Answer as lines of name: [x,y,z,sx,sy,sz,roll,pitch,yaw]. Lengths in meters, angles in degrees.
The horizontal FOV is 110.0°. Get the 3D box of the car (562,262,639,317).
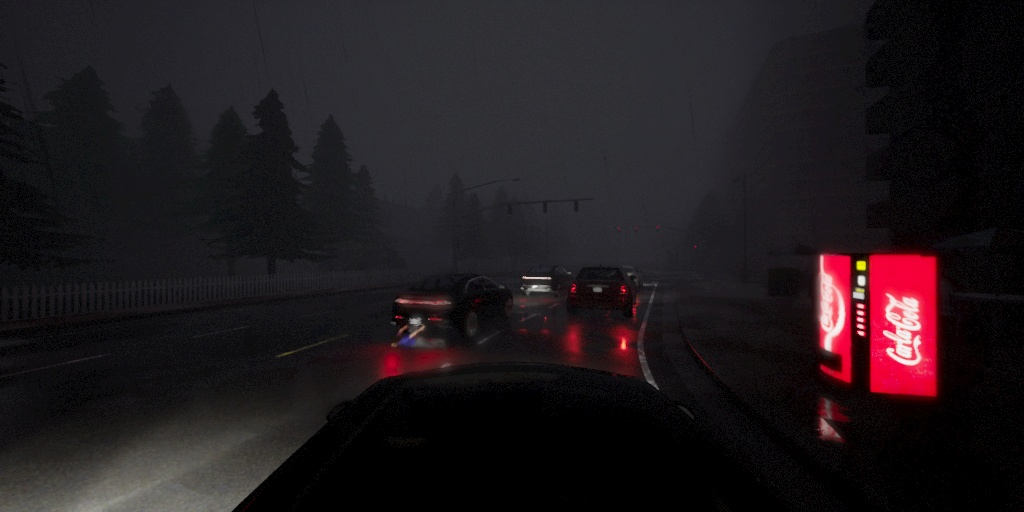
car: [3.505,1.103,13.463,2.097,1.767,4.553,0,0,21]

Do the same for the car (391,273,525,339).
car: [-1.389,1.242,10.230,2.128,1.511,4.902,0,0,18]

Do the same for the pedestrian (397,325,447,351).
pedestrian: [-1.569,1.730,7.328,1.300,0.375,0.375,14,16,-45]

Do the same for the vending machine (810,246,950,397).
vending machine: [5.335,0.946,5.301,1.100,2.100,0.880,0,0,14]

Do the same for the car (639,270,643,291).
car: [6.899,1.277,21.784,1.812,1.442,4.674,0,0,23]

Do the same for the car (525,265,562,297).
car: [1.969,1.243,19.013,2.128,1.511,4.902,0,0,22]
